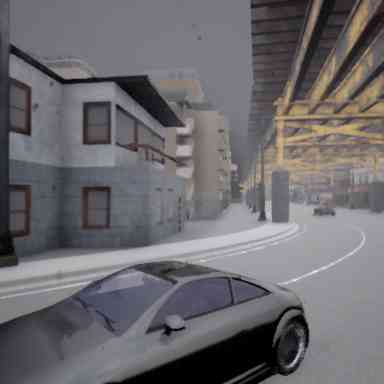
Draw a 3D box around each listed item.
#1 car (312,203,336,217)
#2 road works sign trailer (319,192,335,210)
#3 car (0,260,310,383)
[{"bbox_3d":[17.443,2.507,43.964,2.033,1.411,5.357,0,-1,9],"label":"car"},{"bbox_3d":[23.009,1.733,57.182,2.380,3.560,2.880,0,-1,8],"label":"road works sign trailer"},{"bbox_3d":[-0.410,1.607,3.991,4.181,1.385,1.994,0,-1,-40],"label":"car"}]
